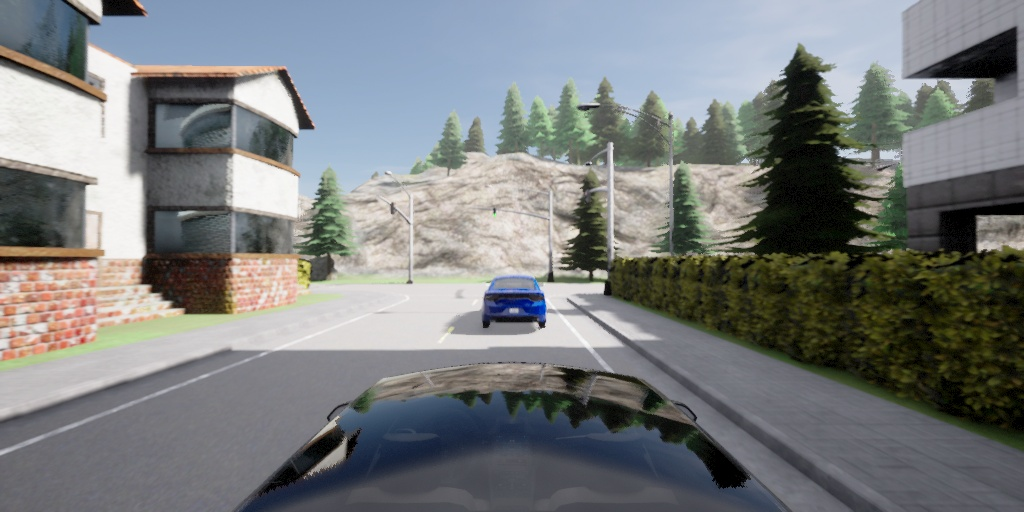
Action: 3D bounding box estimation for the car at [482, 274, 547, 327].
[{"bbox_3d":[0.073,1.362,12.185,1.882,1.535,5.008,0,-1,0],"label":"car"}]
